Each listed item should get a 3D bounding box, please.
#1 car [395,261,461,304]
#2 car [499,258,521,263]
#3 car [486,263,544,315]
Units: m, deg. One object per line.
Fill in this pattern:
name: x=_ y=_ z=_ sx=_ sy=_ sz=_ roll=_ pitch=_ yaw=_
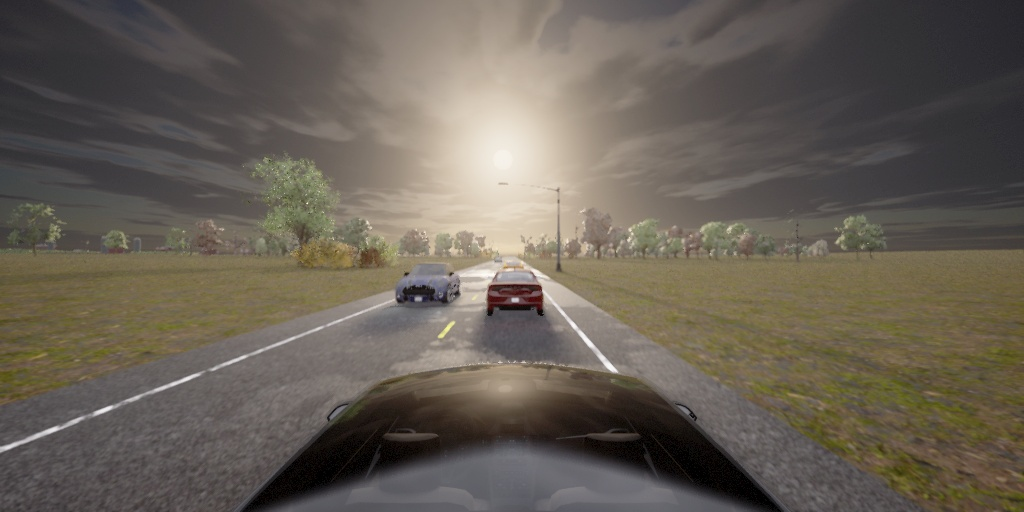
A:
car: x=-3.592 y=1.059 z=16.025 sx=2.097 sy=1.767 sz=4.553 roll=0 pitch=0 yaw=0
car: x=0.106 y=1.139 z=31.585 sx=1.882 sy=1.535 sz=5.008 roll=0 pitch=0 yaw=0
car: x=0.102 y=1.193 z=13.479 sx=1.882 sy=1.535 sz=5.008 roll=0 pitch=0 yaw=0
